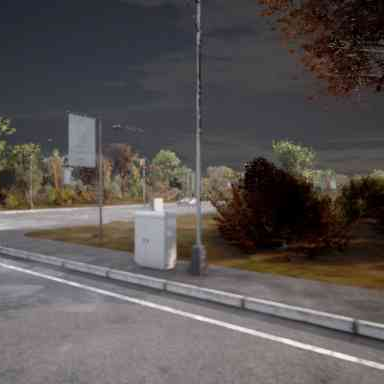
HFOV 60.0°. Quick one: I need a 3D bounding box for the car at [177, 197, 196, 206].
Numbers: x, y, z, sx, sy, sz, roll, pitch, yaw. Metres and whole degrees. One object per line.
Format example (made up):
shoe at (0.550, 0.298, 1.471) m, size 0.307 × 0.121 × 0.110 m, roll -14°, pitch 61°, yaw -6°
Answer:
car at (-0.558, 1.472, 52.446) m, size 1.812 × 1.442 × 4.674 m, roll 0°, pitch 0°, yaw 33°
